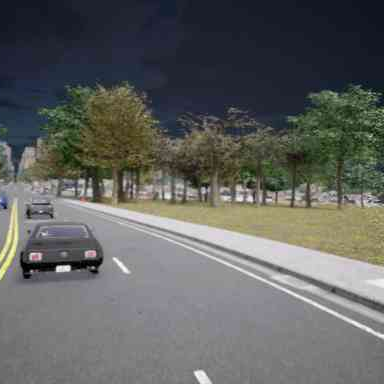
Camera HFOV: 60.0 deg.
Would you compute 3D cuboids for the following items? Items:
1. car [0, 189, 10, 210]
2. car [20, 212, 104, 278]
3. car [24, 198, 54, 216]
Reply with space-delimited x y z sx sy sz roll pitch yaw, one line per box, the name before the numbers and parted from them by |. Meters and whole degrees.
car | -20.425 0.718 34.805 2.150 2.045 5.566 2 0 -28
car | -3.885 1.506 9.909 1.895 1.301 4.718 2 0 -23
car | -12.040 1.196 26.239 2.128 1.511 4.902 2 0 -28
